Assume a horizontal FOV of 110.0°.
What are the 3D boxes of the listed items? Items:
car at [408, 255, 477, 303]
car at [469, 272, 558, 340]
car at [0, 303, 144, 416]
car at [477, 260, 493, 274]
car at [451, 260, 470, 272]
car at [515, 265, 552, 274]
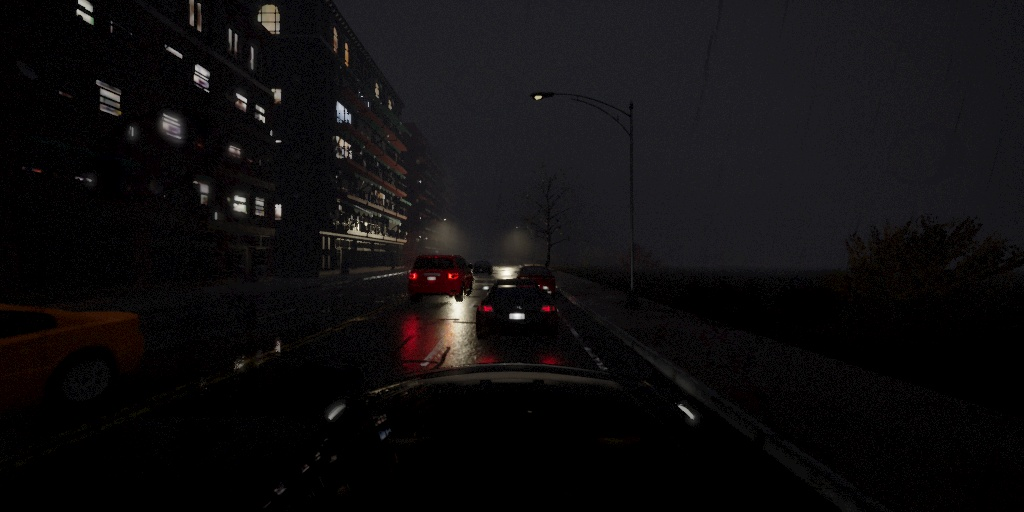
[{"bbox_3d":[-3.137,0.973,16.716,2.150,2.045,5.566,0,0,0],"label":"car"},{"bbox_3d":[0.109,1.315,10.010,1.994,1.385,4.181,0,0,0],"label":"car"},{"bbox_3d":[-6.599,1.228,3.361,1.882,1.535,5.008,0,0,0],"label":"car"},{"bbox_3d":[-3.115,1.229,38.679,1.882,1.535,5.008,0,0,0],"label":"car"},{"bbox_3d":[-6.568,1.277,46.376,1.812,1.442,4.674,0,0,0],"label":"car"},{"bbox_3d":[1.152,1.230,18.930,1.882,1.535,5.008,0,0,0],"label":"car"}]
